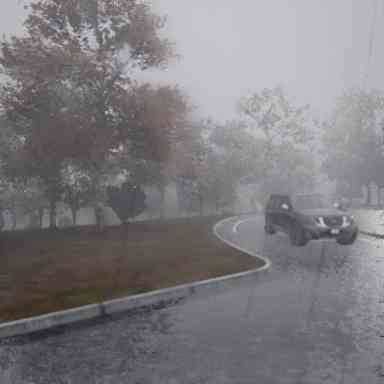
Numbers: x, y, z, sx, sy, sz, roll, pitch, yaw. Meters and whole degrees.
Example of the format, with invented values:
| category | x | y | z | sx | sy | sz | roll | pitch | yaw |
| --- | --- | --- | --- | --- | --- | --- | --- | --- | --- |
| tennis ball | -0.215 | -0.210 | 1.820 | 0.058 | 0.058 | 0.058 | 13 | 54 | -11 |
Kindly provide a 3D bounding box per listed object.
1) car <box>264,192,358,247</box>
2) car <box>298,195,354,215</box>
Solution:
| category | x | y | z | sx | sy | sz | roll | pitch | yaw |
| --- | --- | --- | --- | --- | --- | --- | --- | --- | --- |
| car | 4.833 | 1.050 | 14.545 | 2.150 | 2.045 | 5.566 | -1 | 0 | -5 |
| car | 11.908 | 1.106 | 29.493 | 4.902 | 1.511 | 2.128 | -2 | 1 | -33 |
